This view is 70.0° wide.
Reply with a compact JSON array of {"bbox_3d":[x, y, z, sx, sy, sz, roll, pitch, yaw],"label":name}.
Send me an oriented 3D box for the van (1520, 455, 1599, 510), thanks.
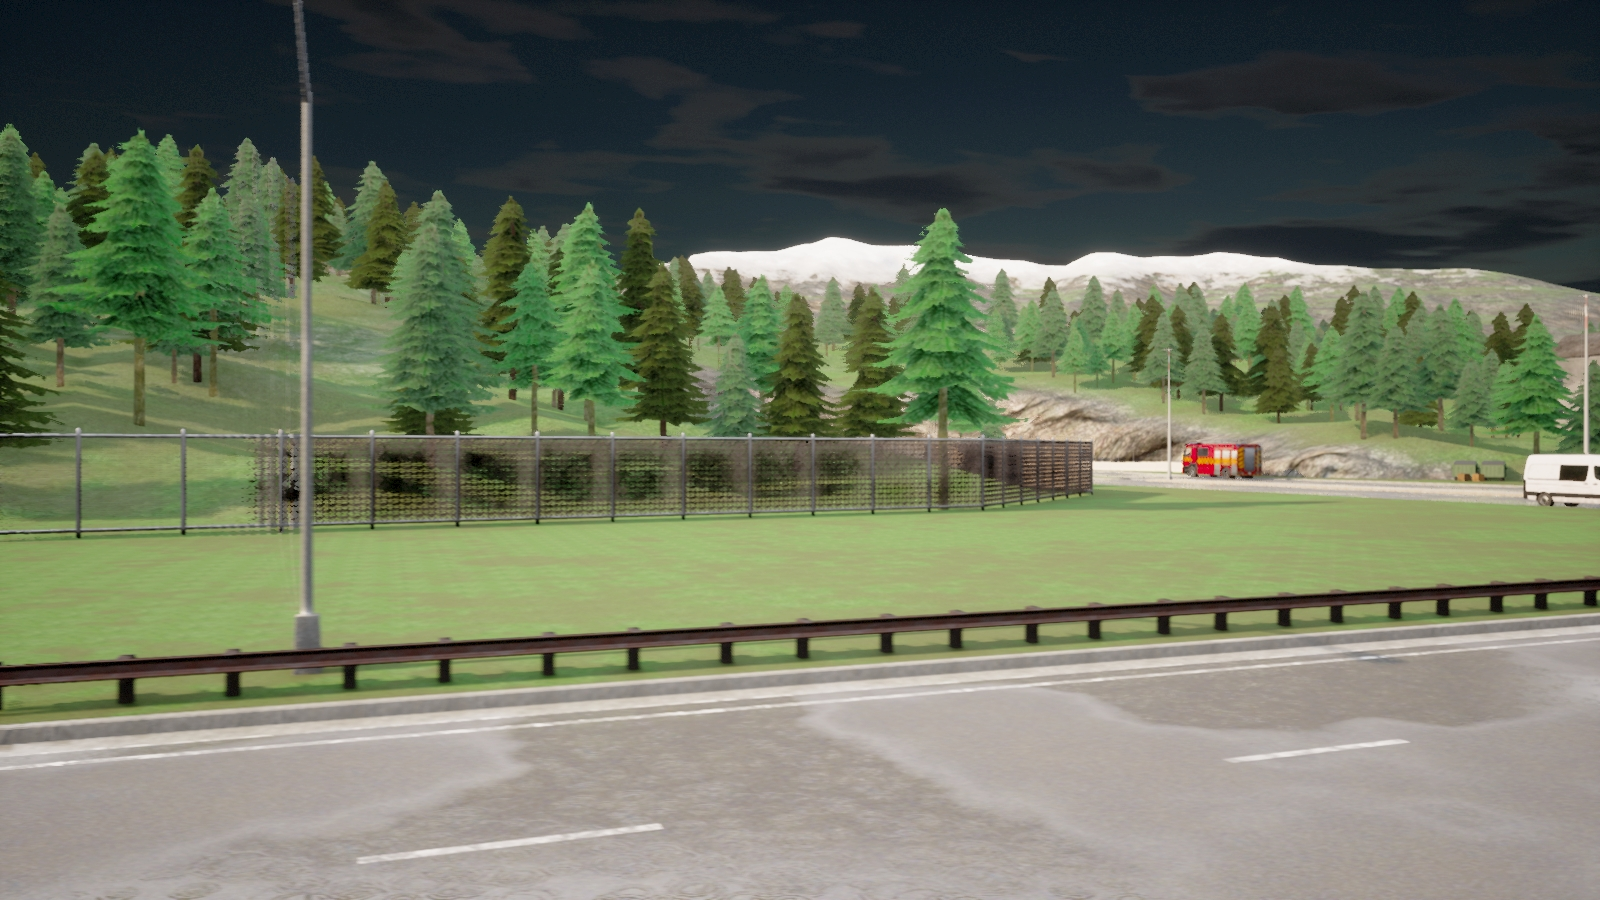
[{"bbox_3d":[37.739,1.518,54.357,1.988,2.561,5.915,0,0,-19],"label":"van"}]
